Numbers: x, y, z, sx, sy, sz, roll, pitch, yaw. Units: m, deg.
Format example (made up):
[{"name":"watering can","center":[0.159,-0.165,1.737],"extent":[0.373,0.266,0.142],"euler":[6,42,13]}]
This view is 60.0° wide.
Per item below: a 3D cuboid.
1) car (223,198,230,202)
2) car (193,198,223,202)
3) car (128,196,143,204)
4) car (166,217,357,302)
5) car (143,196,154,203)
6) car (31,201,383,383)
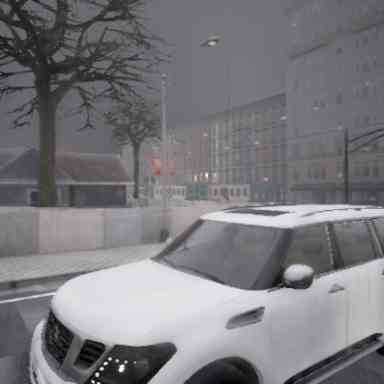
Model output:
[{"name":"car","center":[3.812,1.516,42.296],"extent":[1.882,1.535,5.008],"euler":[-1,0,-35]},{"name":"car","center":[1.222,1.595,40.344],"extent":[1.812,1.442,4.674],"euler":[-1,0,-35]},{"name":"car","center":[-10.879,1.572,57.690],"extent":[1.812,1.442,4.674],"euler":[-1,0,-35]},{"name":"car","center":[2.120,1.553,9.163],"extent":[5.357,1.411,2.033],"euler":[0,0,-35]},{"name":"car","center":[-8.284,1.534,59.652],"extent":[1.837,1.490,4.892],"euler":[-1,0,-35]},{"name":"car","center":[0.995,1.224,4.383],"extent":[5.566,2.045,2.150],"euler":[0,0,-35]}]
